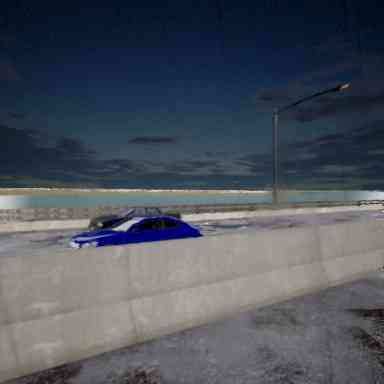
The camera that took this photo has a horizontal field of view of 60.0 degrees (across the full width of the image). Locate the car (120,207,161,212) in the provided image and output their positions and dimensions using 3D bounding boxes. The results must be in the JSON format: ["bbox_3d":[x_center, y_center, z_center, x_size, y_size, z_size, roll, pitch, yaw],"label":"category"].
[{"bbox_3d":[-3.030,1.551,18.921,5.357,1.411,2.033,0,0,-35],"label":"car"}]

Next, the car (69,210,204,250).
[{"bbox_3d":[-1.716,1.527,11.307,4.674,1.442,1.812,0,0,-35],"label":"car"}]
